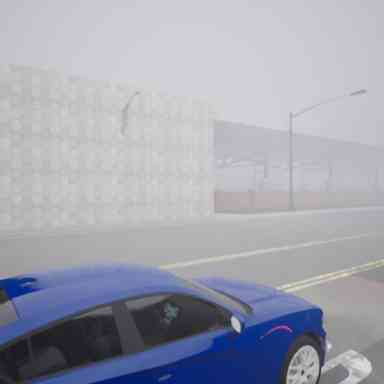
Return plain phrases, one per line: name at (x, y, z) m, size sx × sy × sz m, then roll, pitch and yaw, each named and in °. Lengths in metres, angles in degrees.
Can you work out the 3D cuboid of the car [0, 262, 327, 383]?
car at (-0.685, 1.470, 3.260) m, size 5.008 × 1.535 × 1.882 m, roll 0°, pitch 0°, yaw -36°
